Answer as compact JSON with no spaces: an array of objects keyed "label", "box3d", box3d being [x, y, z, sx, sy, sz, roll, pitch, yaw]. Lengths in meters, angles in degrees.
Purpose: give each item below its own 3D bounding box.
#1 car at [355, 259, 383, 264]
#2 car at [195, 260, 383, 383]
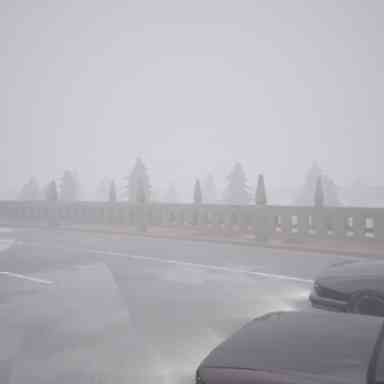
[{"label":"car","box3d":[4.646,1.517,4.931,5.357,1.411,2.033,0,0,34]},{"label":"car","box3d":[2.559,1.533,2.069,5.357,1.411,2.033,0,0,35]}]
